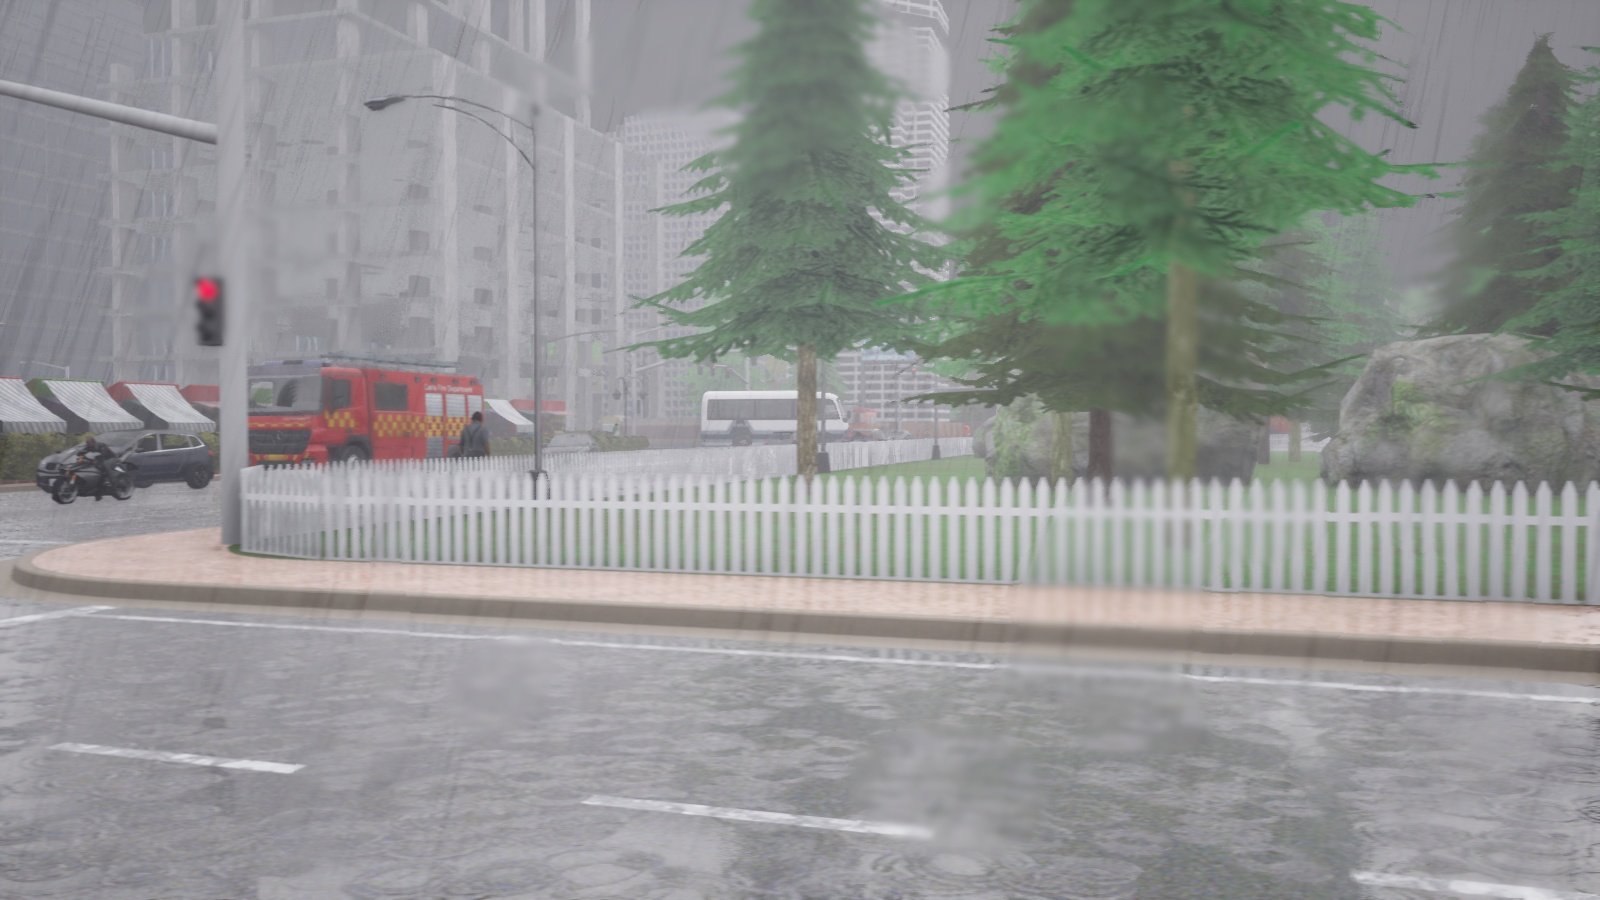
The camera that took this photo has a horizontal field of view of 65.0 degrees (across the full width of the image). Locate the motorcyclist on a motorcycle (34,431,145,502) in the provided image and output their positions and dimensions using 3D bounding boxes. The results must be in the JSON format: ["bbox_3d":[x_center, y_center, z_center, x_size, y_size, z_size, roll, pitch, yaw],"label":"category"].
[{"bbox_3d":[-16.056,0.346,28.445,0.866,1.530,2.191,0,1,17],"label":"motorcyclist on a motorcycle"}]

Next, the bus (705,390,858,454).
[{"bbox_3d":[-1.160,-1.948,86.340,10.273,4.253,3.944,0,2,3],"label":"bus"}]

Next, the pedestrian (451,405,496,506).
[{"bbox_3d":[-6.088,0.087,23.431,0.540,1.848,0.694,0,1,17],"label":"pedestrian"}]

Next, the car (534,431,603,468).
[{"bbox_3d":[-9.628,-0.053,52.662,2.163,1.488,4.792,0,1,-2],"label":"car"}]

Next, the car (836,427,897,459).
[{"bbox_3d":[3.691,-0.415,68.684,2.242,1.667,4.611,1,1,17],"label":"car"}]

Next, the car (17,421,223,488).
[{"bbox_3d":[-18.092,0.063,33.716,2.242,1.667,4.611,0,1,17],"label":"car"}]

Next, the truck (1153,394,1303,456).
[{"bbox_3d":[27.051,-1.566,79.585,8.468,3.827,2.891,0,1,1],"label":"truck"}]

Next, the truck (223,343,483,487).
[{"bbox_3d":[-13.126,-0.995,37.902,2.891,3.827,8.468,0,1,17],"label":"truck"}]

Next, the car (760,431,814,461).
[{"bbox_3d":[-0.656,-0.226,66.468,1.845,1.501,3.633,0,1,17],"label":"car"}]
